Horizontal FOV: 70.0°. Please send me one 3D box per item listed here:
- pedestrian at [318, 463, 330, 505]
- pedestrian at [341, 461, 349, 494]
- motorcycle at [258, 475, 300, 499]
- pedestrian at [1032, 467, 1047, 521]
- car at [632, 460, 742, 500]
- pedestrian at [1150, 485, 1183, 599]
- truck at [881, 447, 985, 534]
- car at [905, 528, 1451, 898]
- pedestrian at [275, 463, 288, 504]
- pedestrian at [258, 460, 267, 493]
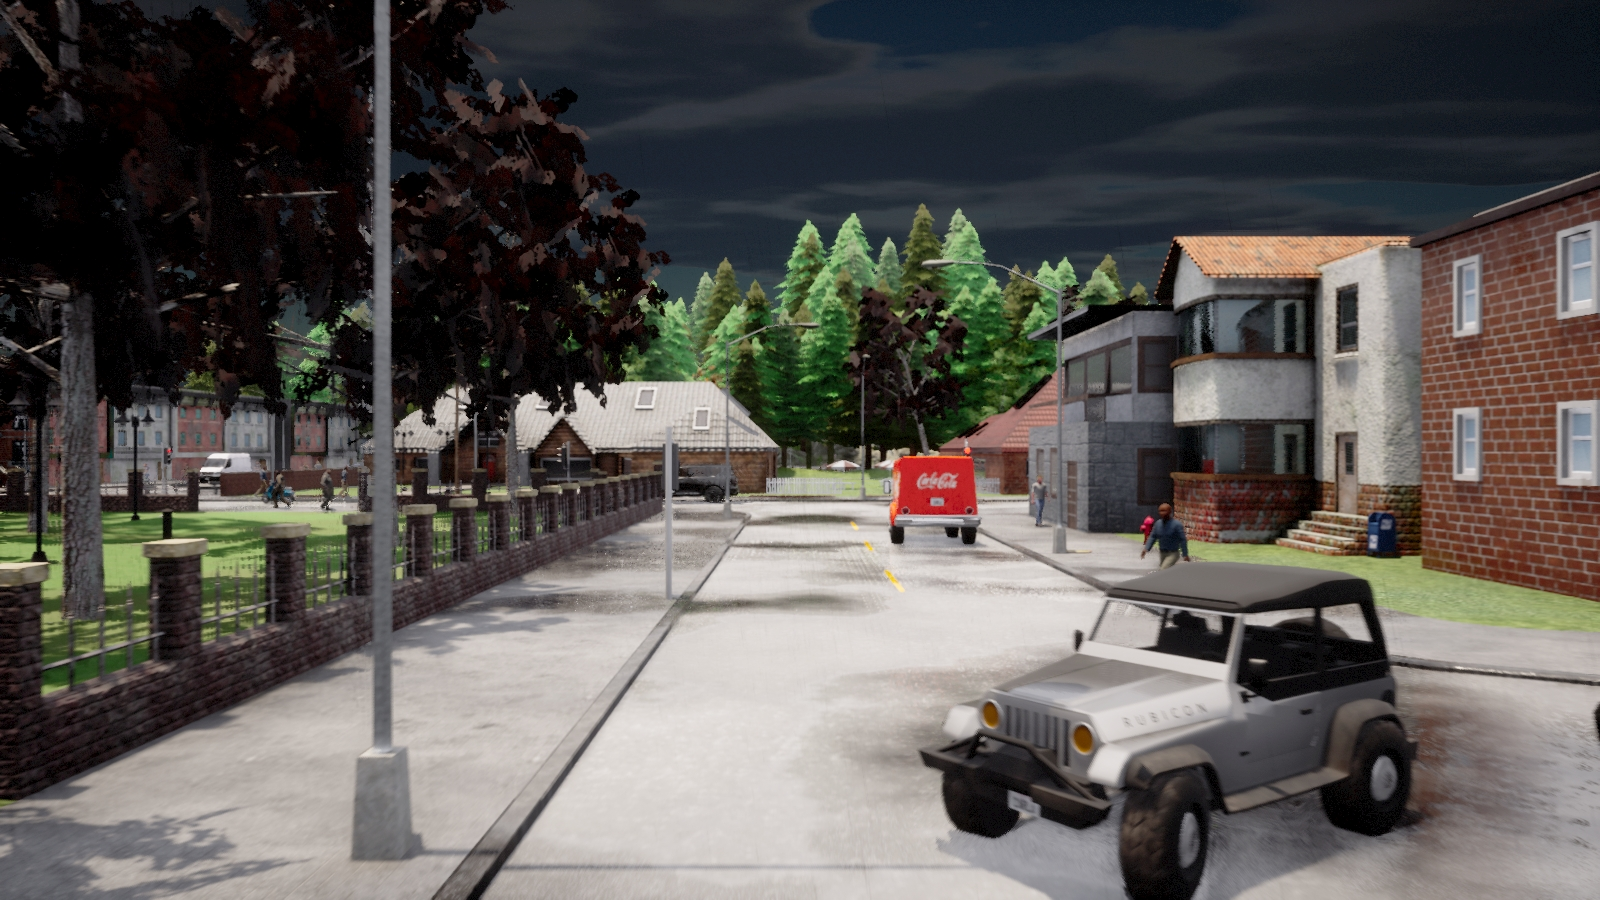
[{"bbox_3d":[-21.186,1.529,50.890,0.375,1.860,0.375,0,0,-1],"label":"pedestrian"},{"bbox_3d":[-25.485,1.528,64.004,0.375,1.860,0.375,0,0,-12],"label":"pedestrian"},{"bbox_3d":[-27.448,1.966,60.237,1.805,1.236,0.856,0,0,0],"label":"motorcycle"},{"bbox_3d":[8.348,1.521,39.852,0.375,1.860,0.375,0,0,-14],"label":"pedestrian"},{"bbox_3d":[-5.927,1.563,60.218,5.566,2.045,2.150,0,0,0],"label":"car"},{"bbox_3d":[6.128,1.525,19.094,0.375,1.860,0.375,0,0,-32],"label":"pedestrian"},{"bbox_3d":[3.975,1.304,35.209,2.627,2.467,5.204,0,-3,1],"label":"truck"},{"bbox_3d":[2.876,1.638,8.456,3.866,1.878,1.905,0,0,-35],"label":"car"},{"bbox_3d":[-23.674,1.527,52.164,0.375,1.860,0.375,0,0,3],"label":"pedestrian"},{"bbox_3d":[-30.838,1.522,65.591,0.375,1.860,0.375,0,0,-7],"label":"pedestrian"}]
